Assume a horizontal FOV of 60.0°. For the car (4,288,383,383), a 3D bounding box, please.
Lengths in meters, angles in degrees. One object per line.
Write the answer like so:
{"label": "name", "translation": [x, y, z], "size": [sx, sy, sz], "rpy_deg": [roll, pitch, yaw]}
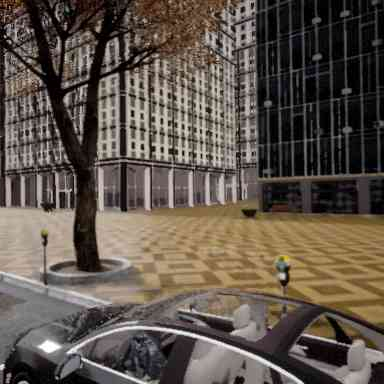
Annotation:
{"label": "car", "translation": [0.107, 1.555, 2.812], "size": [4.403, 1.369, 2.008], "rpy_deg": [0, -1, 36]}
